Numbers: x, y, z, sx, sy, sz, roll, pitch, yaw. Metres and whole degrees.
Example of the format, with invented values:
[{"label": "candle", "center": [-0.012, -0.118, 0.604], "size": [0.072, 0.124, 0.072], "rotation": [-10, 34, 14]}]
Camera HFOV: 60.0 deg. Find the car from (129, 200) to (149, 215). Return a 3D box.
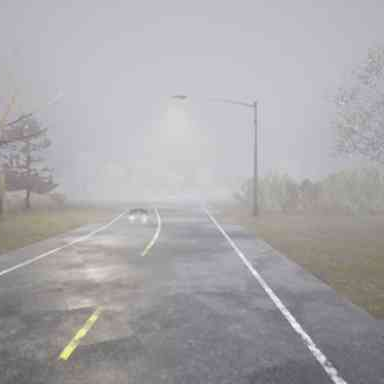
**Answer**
[{"label": "car", "center": [-5.327, 1.526, 33.720], "size": [2.033, 1.411, 5.357], "rotation": [0, 0, -7]}]
